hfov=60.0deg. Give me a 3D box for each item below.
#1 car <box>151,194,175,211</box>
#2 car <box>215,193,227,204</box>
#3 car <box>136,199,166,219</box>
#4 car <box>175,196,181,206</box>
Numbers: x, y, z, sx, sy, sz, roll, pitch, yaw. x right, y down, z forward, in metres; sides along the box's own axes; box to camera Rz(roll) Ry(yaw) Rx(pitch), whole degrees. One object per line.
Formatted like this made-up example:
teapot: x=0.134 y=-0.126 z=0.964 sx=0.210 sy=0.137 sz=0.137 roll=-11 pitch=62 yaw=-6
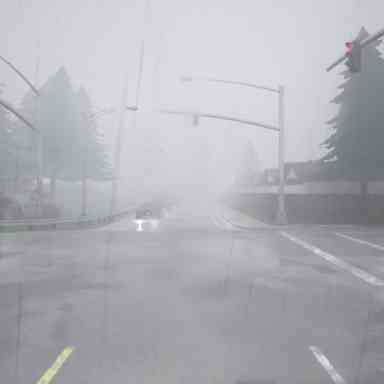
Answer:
car: x=-3.606 y=1.197 z=39.638 sx=2.150 sy=2.045 sz=5.566 roll=0 pitch=0 yaw=0
car: x=6.901 y=1.166 z=60.911 sx=5.566 sy=2.045 sz=2.150 roll=0 pitch=0 yaw=-22
car: x=-3.605 y=1.545 z=28.833 sx=1.994 sy=1.385 sz=4.181 roll=0 pitch=0 yaw=0
car: x=-3.123 y=1.464 z=53.568 sx=1.837 sy=1.490 sz=4.892 roll=0 pitch=0 yaw=10
